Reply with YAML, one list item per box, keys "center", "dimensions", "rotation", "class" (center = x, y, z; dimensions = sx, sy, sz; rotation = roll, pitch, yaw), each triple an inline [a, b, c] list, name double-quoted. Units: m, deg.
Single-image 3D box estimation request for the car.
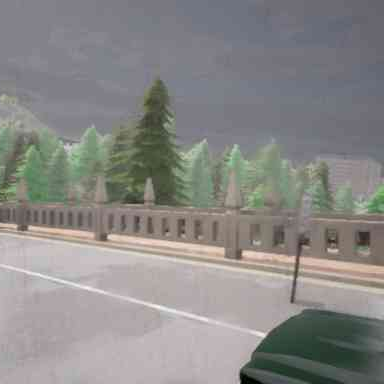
- center: [2.633, 1.604, 2.113]
  dimensions: [4.718, 1.301, 1.895]
  rotation: [0, 0, 35]
  class: "car"
